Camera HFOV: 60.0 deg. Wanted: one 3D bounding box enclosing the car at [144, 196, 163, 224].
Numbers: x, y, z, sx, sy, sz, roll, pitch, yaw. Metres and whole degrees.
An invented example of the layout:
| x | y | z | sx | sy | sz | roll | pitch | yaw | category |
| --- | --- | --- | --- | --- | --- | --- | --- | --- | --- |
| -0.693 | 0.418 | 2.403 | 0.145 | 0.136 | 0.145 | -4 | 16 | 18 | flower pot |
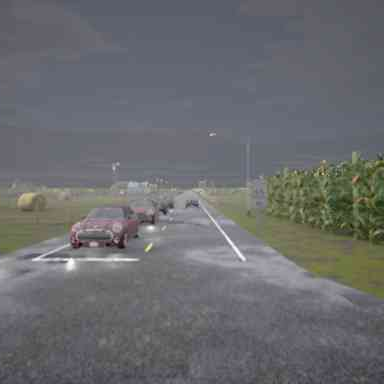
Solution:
| x | y | z | sx | sy | sz | roll | pitch | yaw | category |
| --- | --- | --- | --- | --- | --- | --- | --- | --- | --- |
| -3.607 | 1.375 | 24.724 | 2.097 | 1.767 | 4.553 | 0 | 0 | 0 | car |

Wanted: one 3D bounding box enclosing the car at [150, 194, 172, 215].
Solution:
| x | y | z | sx | sy | sz | roll | pitch | yaw | category |
| --- | --- | --- | --- | --- | --- | --- | --- | --- | --- |
| -3.602 | 1.248 | 34.937 | 2.150 | 2.045 | 5.566 | 0 | 0 | 0 | car |

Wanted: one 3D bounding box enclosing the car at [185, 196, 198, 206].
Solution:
| x | y | z | sx | sy | sz | roll | pitch | yaw | category |
| --- | --- | --- | --- | --- | --- | --- | --- | --- | --- |
| -0.024 | 1.517 | 57.154 | 2.128 | 1.511 | 4.902 | 0 | 0 | 0 | car |

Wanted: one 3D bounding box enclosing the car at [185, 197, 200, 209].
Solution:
| x | y | z | sx | sy | sz | roll | pitch | yaw | category |
| --- | --- | --- | --- | --- | --- | --- | --- | --- | --- |
| 0.032 | 1.539 | 46.850 | 1.837 | 1.490 | 4.892 | 0 | 0 | 1 | car |

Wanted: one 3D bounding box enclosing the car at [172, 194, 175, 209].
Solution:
| x | y | z | sx | sy | sz | roll | pitch | yaw | category |
| --- | --- | --- | --- | --- | --- | --- | --- | --- | --- |
| -3.561 | 1.246 | 45.707 | 2.150 | 2.045 | 5.566 | 0 | 0 | 1 | car |

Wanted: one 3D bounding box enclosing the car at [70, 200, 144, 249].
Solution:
| x | y | z | sx | sy | sz | roll | pitch | yaw | category |
| --- | --- | --- | --- | --- | --- | --- | --- | --- | --- |
| -3.634 | 1.366 | 14.628 | 2.097 | 1.767 | 4.553 | 0 | 0 | 1 | car |
